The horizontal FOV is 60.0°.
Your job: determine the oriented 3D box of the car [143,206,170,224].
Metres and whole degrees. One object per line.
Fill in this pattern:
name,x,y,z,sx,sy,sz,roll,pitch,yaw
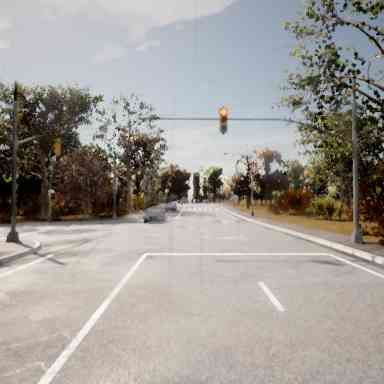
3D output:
car,-3.561,2.366,32.528,1.994,1.385,4.181,0,-2,0

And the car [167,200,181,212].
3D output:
car,-3.549,2.646,57.417,2.033,1.411,5.357,0,0,1

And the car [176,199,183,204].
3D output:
car,-3.250,2.442,82.429,1.837,1.490,4.892,0,0,1
